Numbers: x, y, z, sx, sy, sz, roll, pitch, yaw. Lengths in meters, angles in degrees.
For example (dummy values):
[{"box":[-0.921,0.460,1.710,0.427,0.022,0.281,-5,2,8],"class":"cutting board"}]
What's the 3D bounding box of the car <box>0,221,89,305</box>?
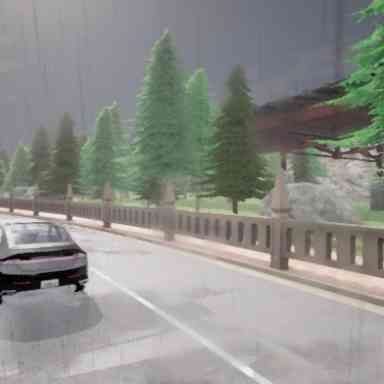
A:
[{"box":[-4.021,1.473,8.140,2.128,1.511,4.902,1,0,-35],"class":"car"}]
